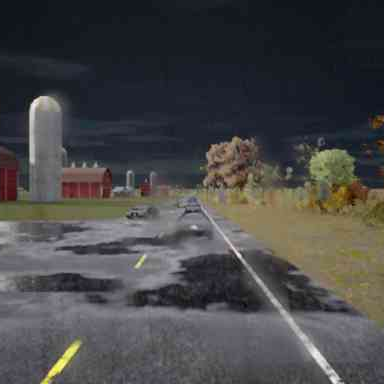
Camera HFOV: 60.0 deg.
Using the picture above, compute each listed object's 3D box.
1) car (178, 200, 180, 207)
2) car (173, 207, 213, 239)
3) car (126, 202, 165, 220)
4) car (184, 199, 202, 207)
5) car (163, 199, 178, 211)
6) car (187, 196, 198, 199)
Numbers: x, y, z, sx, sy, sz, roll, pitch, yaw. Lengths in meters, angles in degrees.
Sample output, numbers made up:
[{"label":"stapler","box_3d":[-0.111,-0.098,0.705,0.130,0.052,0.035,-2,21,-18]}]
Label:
[{"label":"car","box_3d":[-3.435,2.155,65.553,2.128,1.511,4.902,0,-1,0]},{"label":"car","box_3d":[0.123,1.751,18.492,1.994,1.385,4.181,0,0,0]},{"label":"car","box_3d":[-4.554,1.885,31.627,1.994,1.385,4.181,0,-1,17]},{"label":"car","box_3d":[0.147,1.887,39.002,2.128,1.511,4.902,0,-1,0]},{"label":"car","box_3d":[-3.522,2.004,49.100,1.837,1.490,4.892,0,-1,0]},{"label":"car","box_3d":[0.084,1.962,73.448,2.150,2.045,5.566,0,-1,0]}]
